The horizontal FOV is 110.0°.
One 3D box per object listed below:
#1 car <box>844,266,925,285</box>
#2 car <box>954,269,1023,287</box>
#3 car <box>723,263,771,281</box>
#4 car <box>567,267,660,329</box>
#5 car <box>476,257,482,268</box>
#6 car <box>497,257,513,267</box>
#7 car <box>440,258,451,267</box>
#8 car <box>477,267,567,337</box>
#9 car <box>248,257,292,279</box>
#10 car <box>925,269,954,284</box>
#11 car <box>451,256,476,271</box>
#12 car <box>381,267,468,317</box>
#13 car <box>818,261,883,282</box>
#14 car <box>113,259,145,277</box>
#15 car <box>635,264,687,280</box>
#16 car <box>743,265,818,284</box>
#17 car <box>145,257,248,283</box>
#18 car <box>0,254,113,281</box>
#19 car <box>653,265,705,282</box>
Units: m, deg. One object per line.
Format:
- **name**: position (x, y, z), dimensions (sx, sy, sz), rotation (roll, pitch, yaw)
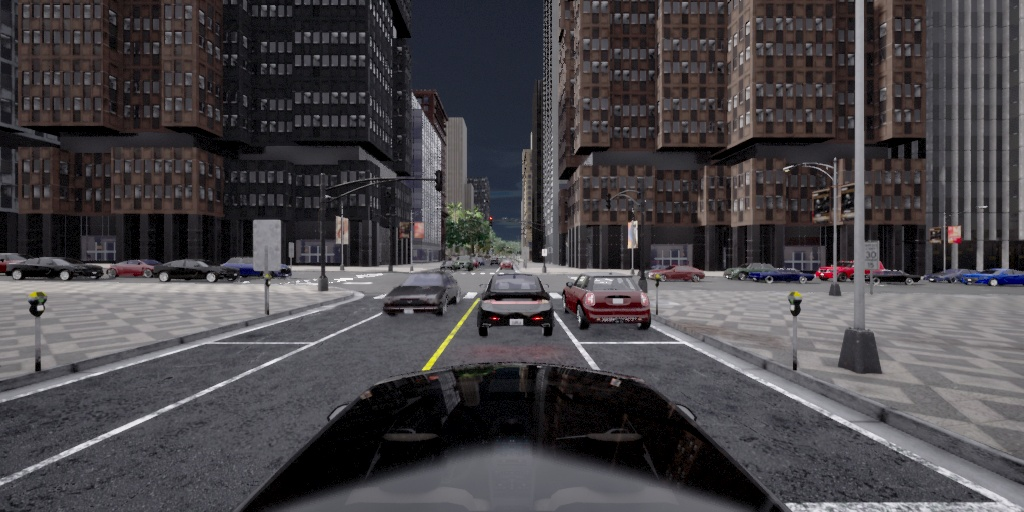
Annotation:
- **car**: position (32.608, 1.848, 31.500), dimensions (4.718, 1.301, 1.895), rotation (1, 0, -1)
- **car**: position (42.782, 1.874, 31.551), dimensions (5.008, 1.535, 1.882), rotation (1, 0, 0)
- **car**: position (23.042, 1.456, 34.670), dimensions (4.553, 1.767, 2.097), rotation (1, 0, -1)
- **car**: position (2.733, 1.190, 11.208), dimensions (1.967, 1.591, 4.097), rotation (0, 0, 0)
- **car**: position (-6.681, 1.254, 60.701), dimensions (1.882, 1.535, 5.008), rotation (0, 0, 0)
- **car**: position (-0.765, 1.198, 52.589), dimensions (1.967, 1.591, 4.097), rotation (0, 0, -1)
- **car**: position (-9.290, 1.324, 52.510), dimensions (1.948, 1.339, 4.313), rotation (0, 0, -1)
- **car**: position (0.075, 1.241, 10.322), dimensions (2.128, 1.511, 4.902), rotation (0, 0, -1)
- **car**: position (-19.566, 0.855, 27.588), dimensions (4.553, 1.767, 2.097), rotation (1, 0, 0)
- **car**: position (43.439, 1.950, 34.802), dimensions (5.357, 1.411, 2.033), rotation (1, 0, 0)
- **car**: position (-6.593, 0.973, 49.408), dimensions (2.150, 2.045, 5.566), rotation (0, 0, 0)
- **car**: position (-3.123, 1.297, 13.508), dimensions (2.033, 1.411, 5.357), rotation (0, 0, 0)
- **car**: position (32.806, 1.468, 34.749), dimensions (5.566, 2.045, 2.150), rotation (1, 0, -1)
- **car**: position (-28.209, 0.945, 27.506), dimensions (4.181, 1.385, 1.994), rotation (1, 0, -1)
- **car**: position (14.338, 1.542, 34.593), dimensions (4.181, 1.385, 1.994), rotation (1, 0, -1)
- **car**: position (23.454, 1.714, 31.425), dimensions (4.718, 1.301, 1.895), rotation (1, 0, -1)
- **car**: position (-21.275, 0.960, 24.323), dimensions (5.008, 1.535, 1.882), rotation (1, 0, -1)
- **car**: position (-30.742, 0.827, 24.240), dimensions (5.008, 1.535, 1.882), rotation (1, 0, 0)
- **car**: position (14.350, 1.507, 31.341), dimensions (4.674, 1.442, 1.812), rotation (1, 0, -1)
